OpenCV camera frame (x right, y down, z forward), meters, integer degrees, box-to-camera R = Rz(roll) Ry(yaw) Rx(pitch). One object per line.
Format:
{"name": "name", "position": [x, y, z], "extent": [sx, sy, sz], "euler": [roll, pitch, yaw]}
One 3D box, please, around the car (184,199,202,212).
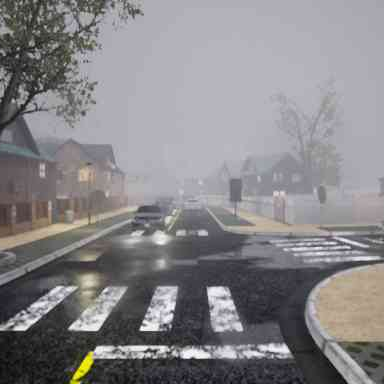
{"name": "car", "position": [0.057, 1.487, 38.108], "extent": [1.812, 1.442, 4.674], "euler": [0, 0, -1]}

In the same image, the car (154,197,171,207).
{"name": "car", "position": [-4.816, 1.553, 53.872], "extent": [1.812, 1.442, 4.674], "euler": [0, 0, -16]}

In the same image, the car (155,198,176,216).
{"name": "car", "position": [-2.894, 1.533, 31.863], "extent": [1.994, 1.385, 4.181], "euler": [0, 0, -1]}

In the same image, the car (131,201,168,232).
{"name": "car", "position": [-2.550, 1.507, 19.987], "extent": [1.812, 1.442, 4.674], "euler": [0, 0, -4]}

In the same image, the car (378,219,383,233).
{"name": "car", "position": [10.454, 1.232, 14.080], "extent": [4.674, 1.442, 1.812], "euler": [-1, 0, 0]}

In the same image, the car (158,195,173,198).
{"name": "car", "position": [-3.205, 1.314, 43.491], "extent": [2.097, 1.767, 4.553], "euler": [0, 0, -4]}
